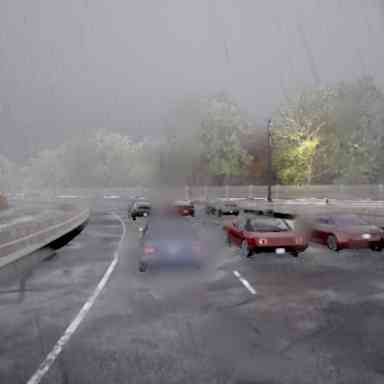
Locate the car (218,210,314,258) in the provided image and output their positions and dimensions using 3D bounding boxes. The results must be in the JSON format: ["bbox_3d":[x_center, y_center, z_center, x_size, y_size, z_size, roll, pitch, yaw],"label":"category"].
[{"bbox_3d":[2.524,1.579,12.747,1.895,1.301,4.718,0,0,-8],"label":"car"}]

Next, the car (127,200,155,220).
[{"bbox_3d":[-4.277,1.479,27.924,1.837,1.490,4.892,0,0,-17],"label":"car"}]

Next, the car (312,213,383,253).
[{"bbox_3d":[5.898,1.534,13.775,1.994,1.385,4.181,0,0,-8],"label":"car"}]

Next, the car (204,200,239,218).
[{"bbox_3d":[2.537,1.448,29.561,2.128,1.511,4.902,0,0,-16],"label":"car"}]

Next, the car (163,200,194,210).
[{"bbox_3d":[-1.250,1.441,29.924,1.882,1.535,5.008,0,0,-17],"label":"car"}]

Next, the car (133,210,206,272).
[{"bbox_3d":[-0.751,1.535,10.843,2.033,1.411,5.357,0,0,-7],"label":"car"}]
